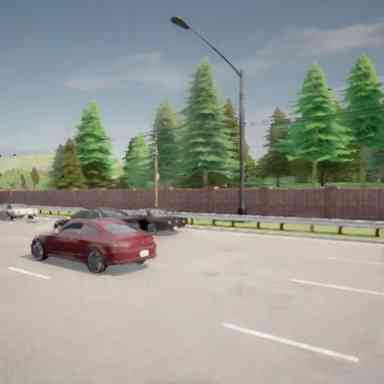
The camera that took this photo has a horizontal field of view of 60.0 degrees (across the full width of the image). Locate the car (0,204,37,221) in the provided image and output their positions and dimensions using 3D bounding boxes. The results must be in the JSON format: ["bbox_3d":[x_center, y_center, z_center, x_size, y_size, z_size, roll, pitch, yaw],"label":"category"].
[{"bbox_3d":[-14.879,1.610,27.493,4.718,1.301,1.895,0,0,36],"label":"car"}]

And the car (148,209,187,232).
[{"bbox_3d":[-2.667,1.605,18.782,4.718,1.301,1.895,0,0,36],"label":"car"}]

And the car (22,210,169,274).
[{"bbox_3d":[-3.188,1.528,10.547,4.674,1.442,1.812,0,0,36],"label":"car"}]

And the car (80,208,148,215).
[{"bbox_3d":[-4.641,1.511,15.889,4.892,1.490,1.837,1,0,36],"label":"car"}]
